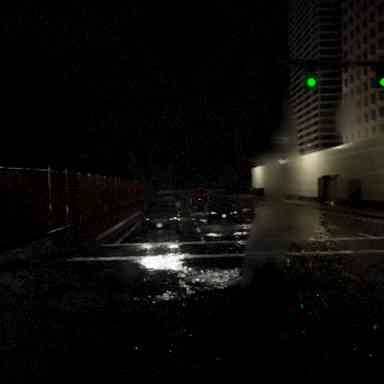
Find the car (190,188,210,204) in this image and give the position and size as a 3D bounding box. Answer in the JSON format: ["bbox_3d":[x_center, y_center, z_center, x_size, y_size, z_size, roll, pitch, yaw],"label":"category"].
[{"bbox_3d":[0.949,0.544,41.205,2.150,2.045,5.566,-1,1,-2],"label":"car"}]

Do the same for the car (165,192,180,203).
[{"bbox_3d":[-2.815,0.828,48.763,2.033,1.411,5.357,-1,1,-2],"label":"car"}]

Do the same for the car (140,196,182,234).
[{"bbox_3d":[-1.583,1.221,17.611,2.128,1.511,4.902,-1,1,-2],"label":"car"}]

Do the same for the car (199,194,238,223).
[{"bbox_3d":[1.754,1.107,21.733,1.837,1.490,4.892,-1,1,-2],"label":"car"}]

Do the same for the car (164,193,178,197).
[{"bbox_3d":[-1.951,1.121,26.868,1.812,1.442,4.674,-1,1,-3],"label":"car"}]

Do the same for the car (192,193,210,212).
[{"bbox_3d":[1.387,1.038,30.632,1.994,1.385,4.181,-1,1,-2],"label":"car"}]

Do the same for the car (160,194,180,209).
[{"bbox_3d":[-2.402,0.992,37.398,2.033,1.411,5.357,-1,1,-3],"label":"car"}]
